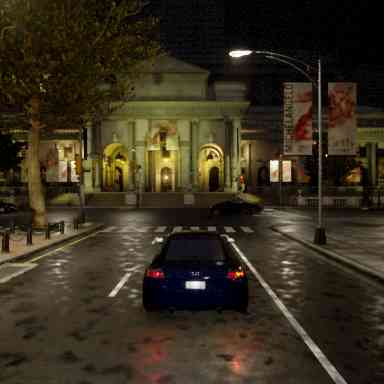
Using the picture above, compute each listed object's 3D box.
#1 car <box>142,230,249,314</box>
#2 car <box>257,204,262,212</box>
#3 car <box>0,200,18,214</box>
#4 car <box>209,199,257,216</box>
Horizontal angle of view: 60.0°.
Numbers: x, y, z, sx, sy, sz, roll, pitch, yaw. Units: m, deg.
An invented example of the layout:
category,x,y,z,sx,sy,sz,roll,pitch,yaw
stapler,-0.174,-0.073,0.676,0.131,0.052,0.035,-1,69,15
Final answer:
category,x,y,z,sx,sy,sz,roll,pitch,yaw
car,0.076,1.564,7.717,1.994,1.385,4.181,0,0,0
car,4.881,1.491,35.106,4.902,1.511,2.128,0,0,0
car,-21.075,1.504,35.256,4.892,1.490,1.837,0,0,0
car,3.677,1.564,31.614,4.181,1.385,1.994,0,0,0
